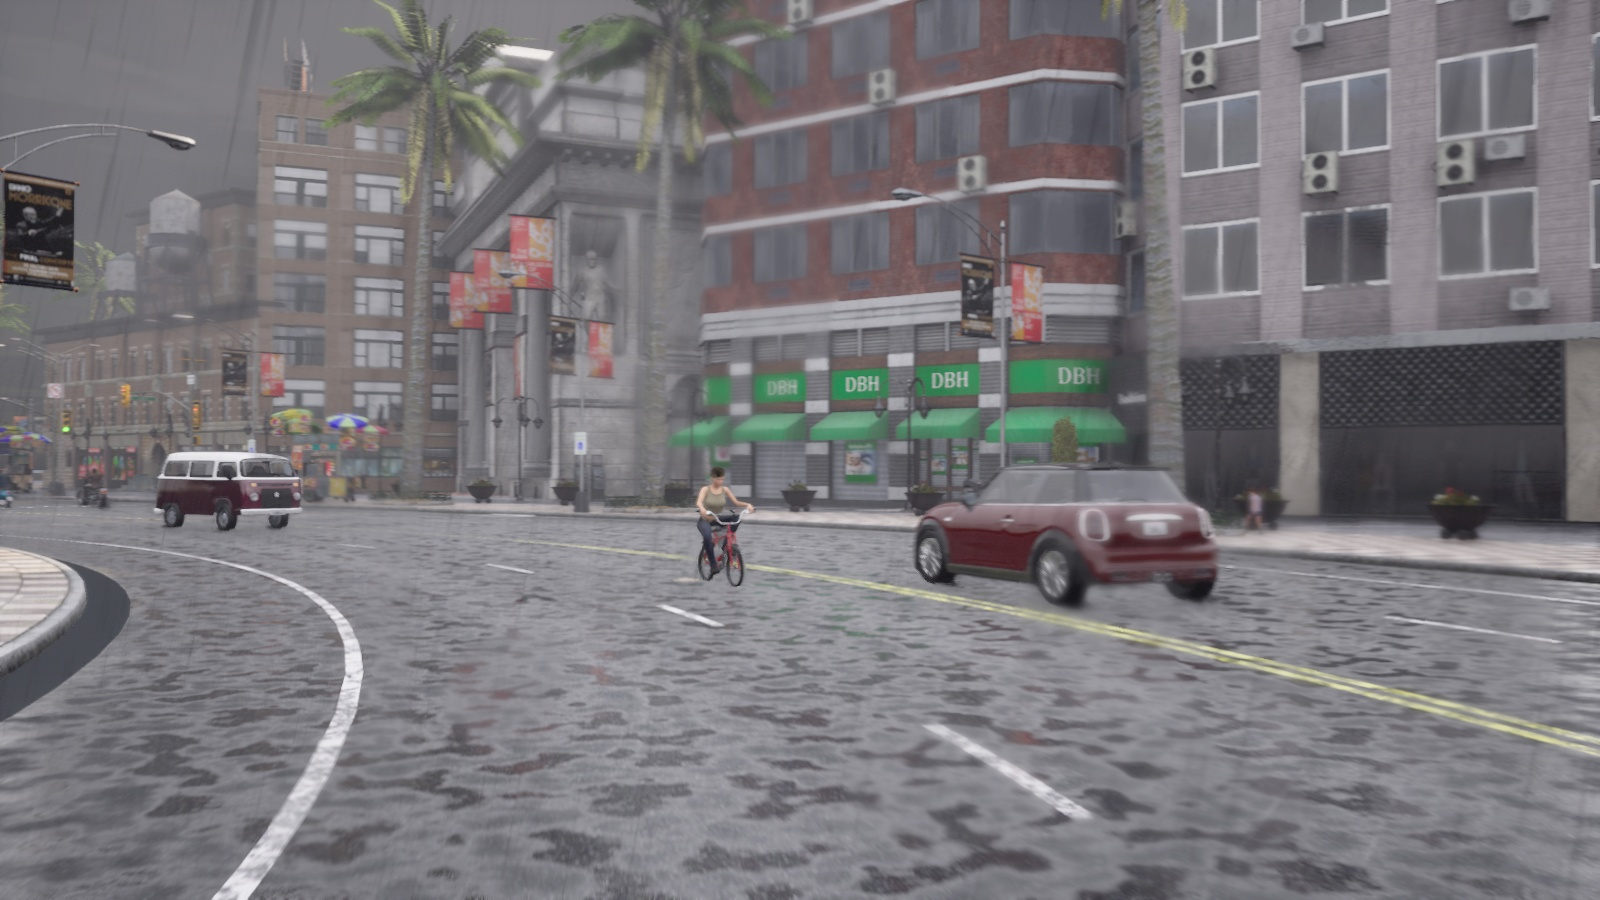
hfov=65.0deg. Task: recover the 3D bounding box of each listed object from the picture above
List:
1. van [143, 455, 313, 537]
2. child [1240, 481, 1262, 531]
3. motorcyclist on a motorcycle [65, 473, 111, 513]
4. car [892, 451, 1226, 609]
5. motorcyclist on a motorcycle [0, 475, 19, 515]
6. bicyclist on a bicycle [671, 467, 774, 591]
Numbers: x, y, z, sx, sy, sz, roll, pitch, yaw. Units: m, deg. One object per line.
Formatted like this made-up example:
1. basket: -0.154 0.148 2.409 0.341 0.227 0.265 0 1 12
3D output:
1. van: -15.221 1.180 33.355 4.480 2.038 2.069 -1 -1 34
2. child: 10.317 1.277 28.746 0.255 1.110 0.394 0 -1 -29
3. motorcyclist on a motorcycle: -30.104 1.818 53.077 2.350 1.649 0.766 -1 -1 36
4. car: 3.184 0.933 16.536 2.097 1.767 4.553 0 -1 -22
5. motorcyclist on a motorcycle: -32.096 1.784 50.198 1.817 1.590 0.866 -1 -1 36
6. bicyclist on a bicycle: -1.089 1.047 17.303 0.866 1.612 1.509 0 -1 -27
